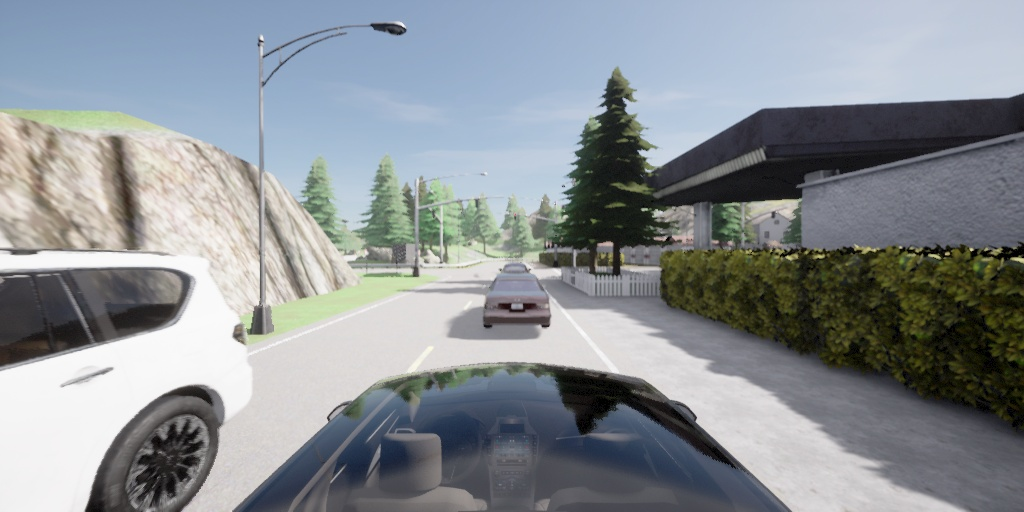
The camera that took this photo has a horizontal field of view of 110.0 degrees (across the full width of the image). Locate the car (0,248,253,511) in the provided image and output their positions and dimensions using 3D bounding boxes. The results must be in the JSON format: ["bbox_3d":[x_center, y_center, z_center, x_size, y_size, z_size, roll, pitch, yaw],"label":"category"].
[{"bbox_3d":[-3.607,0.976,1.164,2.150,2.045,5.566,0,0,0],"label":"car"}]

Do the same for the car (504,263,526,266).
[{"bbox_3d":[0.174,1.123,20.743,1.812,1.442,4.674,0,0,0],"label":"car"}]

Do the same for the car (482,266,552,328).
[{"bbox_3d":[0.132,1.222,11.036,2.033,1.411,5.357,0,0,0],"label":"car"}]
